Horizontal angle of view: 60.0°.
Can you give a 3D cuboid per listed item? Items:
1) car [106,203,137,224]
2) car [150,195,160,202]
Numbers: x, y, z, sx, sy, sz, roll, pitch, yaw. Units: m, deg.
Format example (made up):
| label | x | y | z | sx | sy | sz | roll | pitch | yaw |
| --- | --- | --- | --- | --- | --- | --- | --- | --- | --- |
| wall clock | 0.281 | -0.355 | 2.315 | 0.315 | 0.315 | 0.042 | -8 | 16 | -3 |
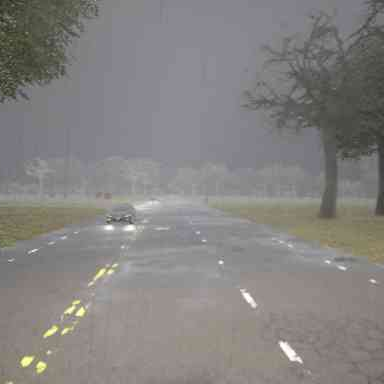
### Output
| label | x | y | z | sx | sy | sz | roll | pitch | yaw |
| --- | --- | --- | --- | --- | --- | --- | --- | --- | --- |
| car | -5.382 | 1.649 | 25.854 | 1.837 | 1.490 | 4.892 | 0 | 0 | -4 |
| car | -9.573 | 1.716 | 82.869 | 1.895 | 1.301 | 4.718 | 0 | 0 | -4 |
